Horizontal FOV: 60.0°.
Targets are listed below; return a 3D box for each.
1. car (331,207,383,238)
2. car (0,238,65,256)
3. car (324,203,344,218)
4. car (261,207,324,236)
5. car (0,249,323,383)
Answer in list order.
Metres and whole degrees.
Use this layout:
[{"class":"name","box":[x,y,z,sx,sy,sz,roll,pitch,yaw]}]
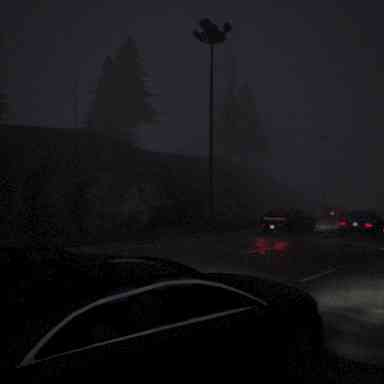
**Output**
[{"class":"car","box":[9.915,1.762,19.321,2.033,1.411,5.357,0,-1,35]},{"class":"car","box":[-3.149,1.570,5.912,5.357,1.411,2.033,1,-1,-37]},{"class":"car","box":[14.537,1.880,33.764,1.812,1.442,4.674,0,0,29]},{"class":"car","box":[5.829,1.680,19.828,2.128,1.511,4.902,0,-1,38]},{"class":"car","box":[-0.453,1.516,3.703,4.902,1.511,2.128,1,0,-38]}]
